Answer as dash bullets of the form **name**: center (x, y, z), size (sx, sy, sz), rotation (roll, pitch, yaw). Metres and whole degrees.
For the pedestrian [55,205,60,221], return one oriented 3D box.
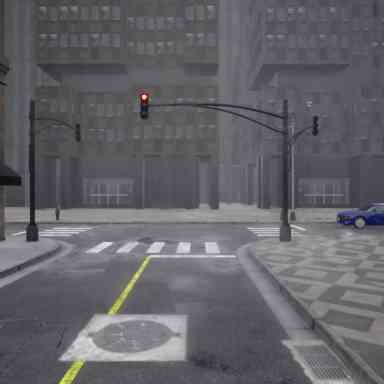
- **pedestrian**: center (-9.827, 1.532, 24.340), size (0.500, 1.100, 0.500), rotation (0, 0, 1)

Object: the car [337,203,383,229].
- **car**: center (11.803, 1.459, 21.055), size (5.008, 1.535, 1.882), rotation (0, 0, 1)
